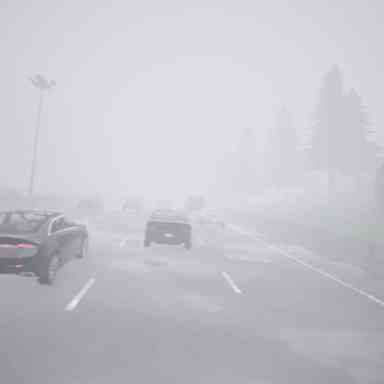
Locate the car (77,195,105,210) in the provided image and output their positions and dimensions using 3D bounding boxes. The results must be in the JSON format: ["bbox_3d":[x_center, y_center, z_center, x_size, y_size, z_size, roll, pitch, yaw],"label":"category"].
[{"bbox_3d":[-9.502,0.989,31.325,1.812,1.442,4.674,5,0,-5],"label":"car"}]

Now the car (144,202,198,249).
[{"bbox_3d":[-1.096,1.502,15.134,1.882,1.535,5.008,5,0,-5],"label":"car"}]

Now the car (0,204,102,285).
[{"bbox_3d":[-4.040,1.227,8.671,2.128,1.511,4.902,5,0,-5],"label":"car"}]

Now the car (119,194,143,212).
[{"bbox_3d":[-6.443,1.299,36.426,2.033,1.411,5.357,5,0,-5],"label":"car"}]

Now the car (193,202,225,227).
[{"bbox_3d":[1.411,1.837,25.877,1.812,1.442,4.674,5,-1,-5],"label":"car"}]

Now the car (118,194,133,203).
[{"bbox_3d":[-12.002,1.139,60.131,1.994,1.385,4.181,5,-1,-5],"label":"car"}]

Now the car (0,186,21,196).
[{"bbox_3d":[-20.667,0.122,36.965,1.812,1.442,4.674,5,-1,-5],"label":"car"}]

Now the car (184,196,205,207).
[{"bbox_3d":[0.325,1.542,38.637,2.150,2.045,5.566,5,0,-4],"label":"car"}]

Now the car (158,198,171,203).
[{"bbox_3d":[-4.226,1.639,51.244,1.994,1.385,4.181,5,-1,-5],"label":"car"}]
